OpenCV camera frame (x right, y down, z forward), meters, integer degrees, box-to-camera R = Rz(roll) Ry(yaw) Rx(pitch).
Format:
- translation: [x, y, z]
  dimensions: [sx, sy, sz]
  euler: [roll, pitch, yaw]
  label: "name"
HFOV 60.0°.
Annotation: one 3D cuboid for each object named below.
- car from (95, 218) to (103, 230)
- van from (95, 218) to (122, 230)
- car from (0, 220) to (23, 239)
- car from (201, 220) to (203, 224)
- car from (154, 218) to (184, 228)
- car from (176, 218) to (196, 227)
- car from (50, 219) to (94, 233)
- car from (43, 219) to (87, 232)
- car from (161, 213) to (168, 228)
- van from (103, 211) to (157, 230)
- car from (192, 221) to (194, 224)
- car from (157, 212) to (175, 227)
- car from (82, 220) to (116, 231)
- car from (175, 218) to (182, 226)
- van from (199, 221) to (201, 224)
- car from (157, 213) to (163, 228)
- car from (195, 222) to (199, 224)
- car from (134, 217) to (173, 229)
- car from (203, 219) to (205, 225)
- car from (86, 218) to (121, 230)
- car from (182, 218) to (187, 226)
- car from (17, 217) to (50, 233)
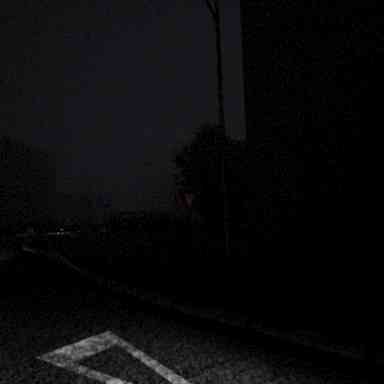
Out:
- translation: [-12.251, 4.736, 50.813]
  dimensions: [2.150, 2.045, 5.566]
  euler: [-3, -6, 7]
  label: "car"
- translation: [-15.665, 6.035, 62.565]
  dimensions: [4.442, 1.987, 1.878]
  euler: [-2, -6, 6]
  label: "van"
- translation: [-15.409, 3.061, 25.155]
  dimensions: [1.895, 1.301, 4.718]
  euler: [-3, -3, 10]
  label: "car"
- translation: [-0.168, 8.250, 89.121]
  dimensions: [4.553, 1.767, 2.185]
  euler: [-2, -6, 6]
  label: "car"
- translation: [-3.861, 5.256, 55.937]
  dimensions: [4.792, 1.488, 2.163]
  euler: [-2, -6, 6]
  label: "car"
- translation: [-1.359, 7.199, 78.061]
  dimensions: [4.553, 1.767, 2.185]
  euler: [-2, -6, 6]
  label: "car"
- translation: [-13.670, 3.897, 38.342]
  dimensions: [2.033, 1.411, 5.357]
  euler: [-2, -5, 6]
  label: "car"
- translation: [-17.589, 4.700, 46.108]
  dimensions: [5.366, 1.575, 1.946]
  euler: [-2, -6, 6]
  label: "car"
- translation: [-5.763, 3.664, 39.419]
  dimensions: [5.008, 1.535, 2.097]
  euler: [-2, -6, 6]
  label: "car"
- translation: [-6.282, 2.969, 33.861]
  dimensions: [4.442, 1.987, 1.878]
  euler: [-2, -5, 6]
  label: "van"
- translation: [-2.644, 6.277, 66.997]
  dimensions: [4.892, 1.521, 2.231]
  euler: [-2, -6, 6]
  label: "car"
- translation: [-5.493, 3.668, 42.152]
  dimensions: [5.566, 2.045, 2.435]
  euler: [-2, -6, 6]
  label: "car"
- translation: [-15.969, 5.732, 57.112]
  dimensions: [5.366, 1.575, 1.946]
  euler: [-2, -6, 6]
  label: "car"
- translation: [-4.487, 4.731, 50.409]
  dimensions: [4.792, 1.488, 2.163]
  euler: [-2, -6, 6]
  label: "car"
- translation: [-0.650, 7.620, 83.588]
  dimensions: [4.442, 1.987, 1.878]
  euler: [-2, -6, 6]
  label: "van"
- translation: [-6.049, 3.446, 36.609]
  dimensions: [4.792, 1.488, 2.163]
  euler: [-2, -5, 6]
  label: "car"
- translation: [-1.690, 7.074, 75.412]
  dimensions: [5.008, 1.535, 2.097]
  euler: [-2, -6, 6]
  label: "car"
- translation: [-5.171, 4.209, 44.888]
  dimensions: [4.792, 1.488, 2.163]
  euler: [-2, -6, 6]
  label: "car"
- translation: [0.200, 8.385, 91.892]
  dimensions: [5.566, 2.045, 2.435]
  euler: [-2, -6, 6]
  label: "car"
- translation: [-15.891, 5.744, 59.797]
  dimensions: [5.566, 2.045, 2.435]
  euler: [-2, -6, 6]
  label: "car"
- translation: [-4.020, 4.954, 53.159]
  dimensions: [5.366, 1.575, 1.946]
  euler: [-2, -6, 6]
  label: "car"
- translation: [-18.049, 4.164, 40.441]
  dimensions: [5.008, 1.535, 2.097]
  euler: [-2, -5, 6]
  label: "car"
